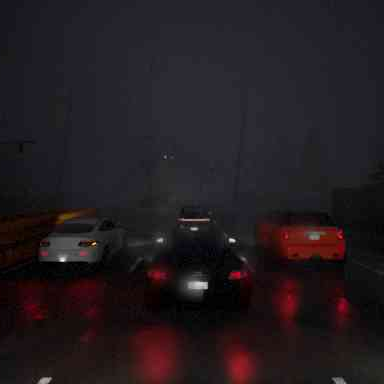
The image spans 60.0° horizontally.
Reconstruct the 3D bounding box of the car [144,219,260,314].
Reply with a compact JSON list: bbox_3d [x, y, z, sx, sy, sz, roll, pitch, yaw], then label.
[{"bbox_3d":[0.099,1.564,7.686,1.994,1.385,4.181,0,0,0],"label":"car"}]

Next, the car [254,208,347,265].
[{"bbox_3d":[3.599,1.351,11.897,2.097,1.767,4.553,0,0,0],"label":"car"}]

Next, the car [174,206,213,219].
[{"bbox_3d":[0.097,1.492,17.635,2.128,1.511,4.902,0,0,0],"label":"car"}]

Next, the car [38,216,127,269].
[{"bbox_3d":[-3.403,1.526,11.040,1.812,1.442,4.674,0,0,0],"label":"car"}]
